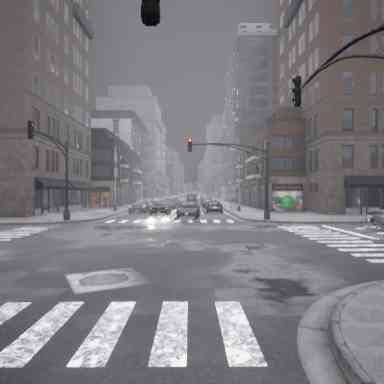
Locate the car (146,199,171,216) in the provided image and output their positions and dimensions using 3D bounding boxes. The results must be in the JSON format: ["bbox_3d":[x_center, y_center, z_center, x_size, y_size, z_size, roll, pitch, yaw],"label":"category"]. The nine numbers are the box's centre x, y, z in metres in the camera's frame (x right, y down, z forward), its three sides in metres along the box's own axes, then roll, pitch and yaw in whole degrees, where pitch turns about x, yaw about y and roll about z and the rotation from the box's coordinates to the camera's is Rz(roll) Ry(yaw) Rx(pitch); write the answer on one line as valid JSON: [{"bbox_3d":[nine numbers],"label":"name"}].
[{"bbox_3d":[-3.129,1.627,33.460,1.895,1.301,4.718,0,0,0],"label":"car"}]

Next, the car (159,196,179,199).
[{"bbox_3d":[-3.105,1.605,43.438,1.994,1.385,4.181,0,0,1],"label":"car"}]

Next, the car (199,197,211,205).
[{"bbox_3d":[2.418,1.629,63.635,2.008,1.369,4.403,0,0,0],"label":"car"}]

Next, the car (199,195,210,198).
[{"bbox_3d":[2.397,1.622,52.614,1.947,1.339,4.313,0,0,0],"label":"car"}]

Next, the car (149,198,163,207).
[{"bbox_3d":[-5.628,1.638,52.629,1.802,1.307,4.206,0,0,0],"label":"car"}]

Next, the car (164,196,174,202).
[{"bbox_3d":[-5.574,1.672,80.183,2.008,1.369,4.403,0,0,0],"label":"car"}]

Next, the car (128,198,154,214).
[{"bbox_3d":[-5.661,1.470,36.097,1.967,1.590,4.097,0,0,0],"label":"car"}]

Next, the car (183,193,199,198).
[{"bbox_3d":[-0.116,1.300,63.276,2.150,2.045,5.566,0,0,0],"label":"car"}]

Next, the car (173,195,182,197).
[{"bbox_3d":[-3.078,1.621,53.397,1.994,1.385,4.181,0,0,0],"label":"car"}]

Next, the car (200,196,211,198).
[{"bbox_3d":[2.386,1.628,47.103,1.802,1.307,4.206,0,0,0],"label":"car"}]

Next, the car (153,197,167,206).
[{"bbox_3d":[-5.617,1.618,58.140,2.008,1.369,4.403,0,0,0],"label":"car"}]

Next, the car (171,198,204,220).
[{"bbox_3d":[-0.312,1.511,28.673,2.128,1.511,4.902,0,0,3],"label":"car"}]

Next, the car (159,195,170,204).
[{"bbox_3d":[-5.596,1.532,69.162,1.967,1.590,4.097,0,0,0],"label":"car"}]

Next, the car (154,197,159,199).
[{"bbox_3d":[-5.650,1.478,41.608,1.967,1.590,4.097,0,0,0],"label":"car"}]

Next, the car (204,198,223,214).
[{"bbox_3d":[2.364,1.596,36.080,1.947,1.339,4.313,0,0,0],"label":"car"}]

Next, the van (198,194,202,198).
[{"bbox_3d":[2.408,1.408,58.124,1.690,1.788,3.998,0,0,0],"label":"van"}]

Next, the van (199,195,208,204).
[{"bbox_3d":[2.429,1.433,69.146,1.690,1.788,3.998,0,0,0],"label":"van"}]

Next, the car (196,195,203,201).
[{"bbox_3d":[2.061,1.673,90.050,1.812,1.442,4.674,0,0,0],"label":"car"}]

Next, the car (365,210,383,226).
[{"bbox_3d":[13.384,1.436,20.591,4.902,1.511,2.128,0,0,0],"label":"car"}]
